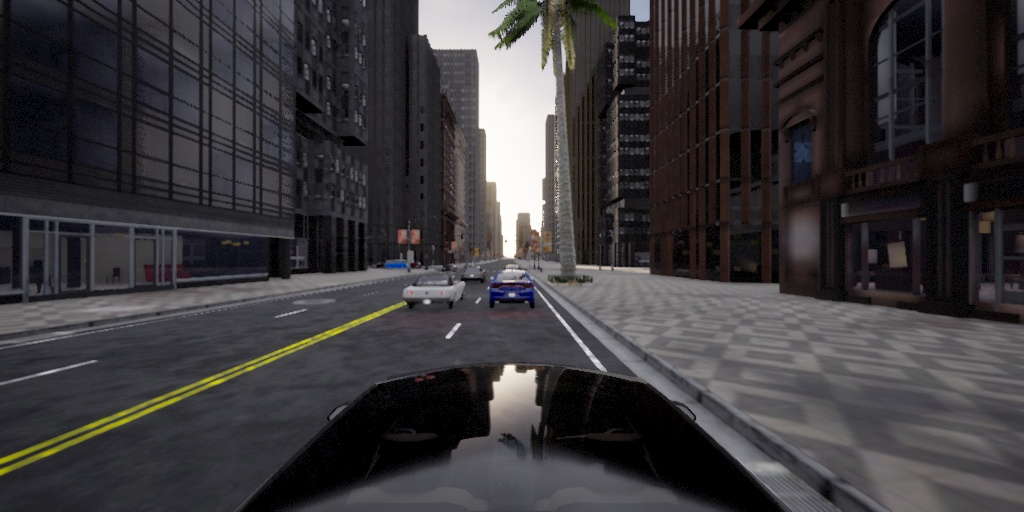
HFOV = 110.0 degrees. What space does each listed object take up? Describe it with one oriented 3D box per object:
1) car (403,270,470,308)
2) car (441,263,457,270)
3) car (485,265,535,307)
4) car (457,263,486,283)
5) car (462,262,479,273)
[{"bbox_3d":[-3.248,1.485,15.957,1.895,1.301,4.718,0,-1,0],"label":"car"},{"bbox_3d":[-9.755,1.851,56.301,1.994,1.385,4.181,0,-1,0],"label":"car"},{"bbox_3d":[0.007,1.365,16.324,1.882,1.535,5.008,0,0,0],"label":"car"},{"bbox_3d":[-3.249,1.595,31.171,1.994,1.385,4.181,0,-1,0],"label":"car"},{"bbox_3d":[-6.504,1.780,56.300,2.128,1.511,4.902,0,-1,0],"label":"car"}]
